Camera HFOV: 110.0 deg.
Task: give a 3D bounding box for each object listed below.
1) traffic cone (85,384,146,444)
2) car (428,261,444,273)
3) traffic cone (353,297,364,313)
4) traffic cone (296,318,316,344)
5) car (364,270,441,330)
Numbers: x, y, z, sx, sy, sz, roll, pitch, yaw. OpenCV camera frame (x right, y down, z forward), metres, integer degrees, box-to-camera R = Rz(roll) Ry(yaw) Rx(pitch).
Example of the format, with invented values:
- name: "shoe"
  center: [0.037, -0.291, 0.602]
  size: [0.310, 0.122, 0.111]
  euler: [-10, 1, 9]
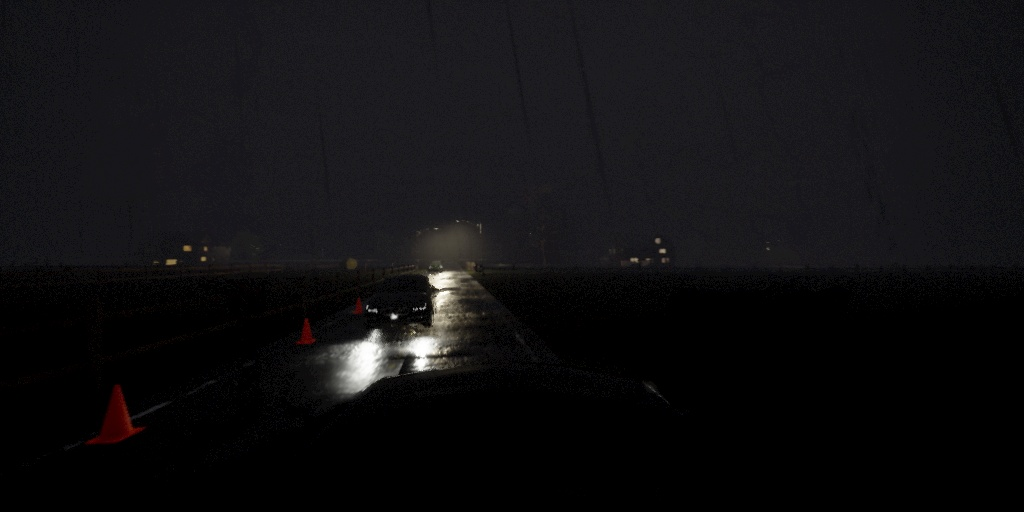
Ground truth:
- name: "traffic cone"
  center: [-4.531, 1.772, 4.108]
  size: [0.340, 0.580, 0.340]
  euler: [0, 0, -4]
- name: "car"
  center: [-11.327, 1.590, 53.437]
  size: [2.097, 1.767, 4.553]
  euler: [-1, 0, -9]
- name: "traffic cone"
  center: [-5.875, 1.868, 13.758]
  size: [0.340, 0.580, 0.340]
  euler: [0, 0, -9]
- name: "traffic cone"
  center: [-5.060, 1.822, 8.830]
  size: [0.340, 0.580, 0.340]
  euler: [0, 0, -9]
- name: "car"
  center: [-3.476, 1.378, 11.851]
  size: [1.837, 1.490, 4.892]
  euler: [0, 0, -9]
